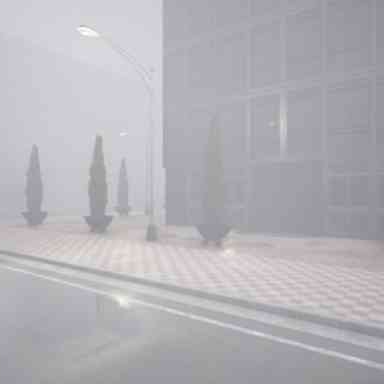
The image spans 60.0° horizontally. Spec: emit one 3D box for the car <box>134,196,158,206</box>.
[{"bbox_3d":[-7.562,1.441,55.797,1.882,1.535,5.008,0,0,36],"label":"car"}]

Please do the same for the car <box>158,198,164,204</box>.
[{"bbox_3d":[-2.967,1.563,56.133,1.895,1.301,4.718,0,0,36],"label":"car"}]
